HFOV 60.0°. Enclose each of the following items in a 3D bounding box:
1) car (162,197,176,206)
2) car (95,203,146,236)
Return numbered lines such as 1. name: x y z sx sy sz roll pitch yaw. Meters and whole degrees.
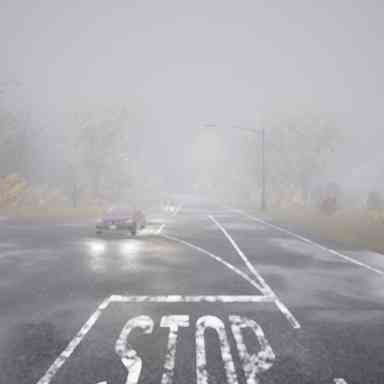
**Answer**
1. car: -3.646 1.489 53.562 2.128 1.511 4.902 0 0 -1
2. car: -3.489 1.294 17.029 1.812 1.442 4.674 1 0 0
